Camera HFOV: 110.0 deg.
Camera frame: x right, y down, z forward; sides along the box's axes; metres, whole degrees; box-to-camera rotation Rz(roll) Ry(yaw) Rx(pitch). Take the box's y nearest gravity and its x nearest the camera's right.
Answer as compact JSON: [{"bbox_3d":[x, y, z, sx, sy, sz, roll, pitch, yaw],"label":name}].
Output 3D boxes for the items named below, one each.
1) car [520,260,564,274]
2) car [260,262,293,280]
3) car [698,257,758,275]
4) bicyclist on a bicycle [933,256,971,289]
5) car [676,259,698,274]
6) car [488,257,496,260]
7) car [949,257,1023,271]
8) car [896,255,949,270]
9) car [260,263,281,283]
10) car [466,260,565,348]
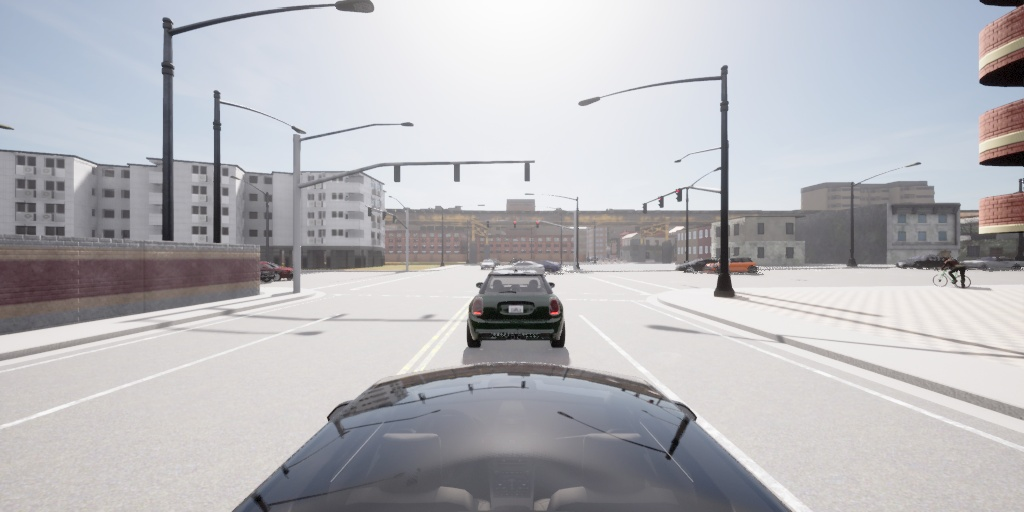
[{"bbox_3d":[3.376,1.235,40.580,4.674,1.442,1.812,0,0,26],"label":"car"},{"bbox_3d":[-20.271,1.228,29.325,5.008,1.535,1.882,0,0,1],"label":"car"},{"bbox_3d":[21.266,0.918,35.045,4.553,1.767,2.097,-1,0,1],"label":"car"},{"bbox_3d":[22.671,0.844,18.521,0.582,1.620,1.656,-1,0,1],"label":"bicyclist on a bicycle"},{"bbox_3d":[20.283,1.088,38.572,4.892,1.490,1.837,-1,0,2],"label":"car"},{"bbox_3d":[-3.527,1.276,52.867,1.812,1.442,4.674,0,0,0],"label":"car"},{"bbox_3d":[45.824,0.749,34.483,4.718,1.301,1.895,-1,0,2],"label":"car"},{"bbox_3d":[43.803,0.677,38.039,4.902,1.511,2.128,-1,0,2],"label":"car"},{"bbox_3d":[-19.820,1.351,25.855,4.718,1.301,1.895,0,0,1],"label":"car"},{"bbox_3d":[0.091,1.102,9.431,2.097,1.767,4.553,0,0,0],"label":"car"}]
